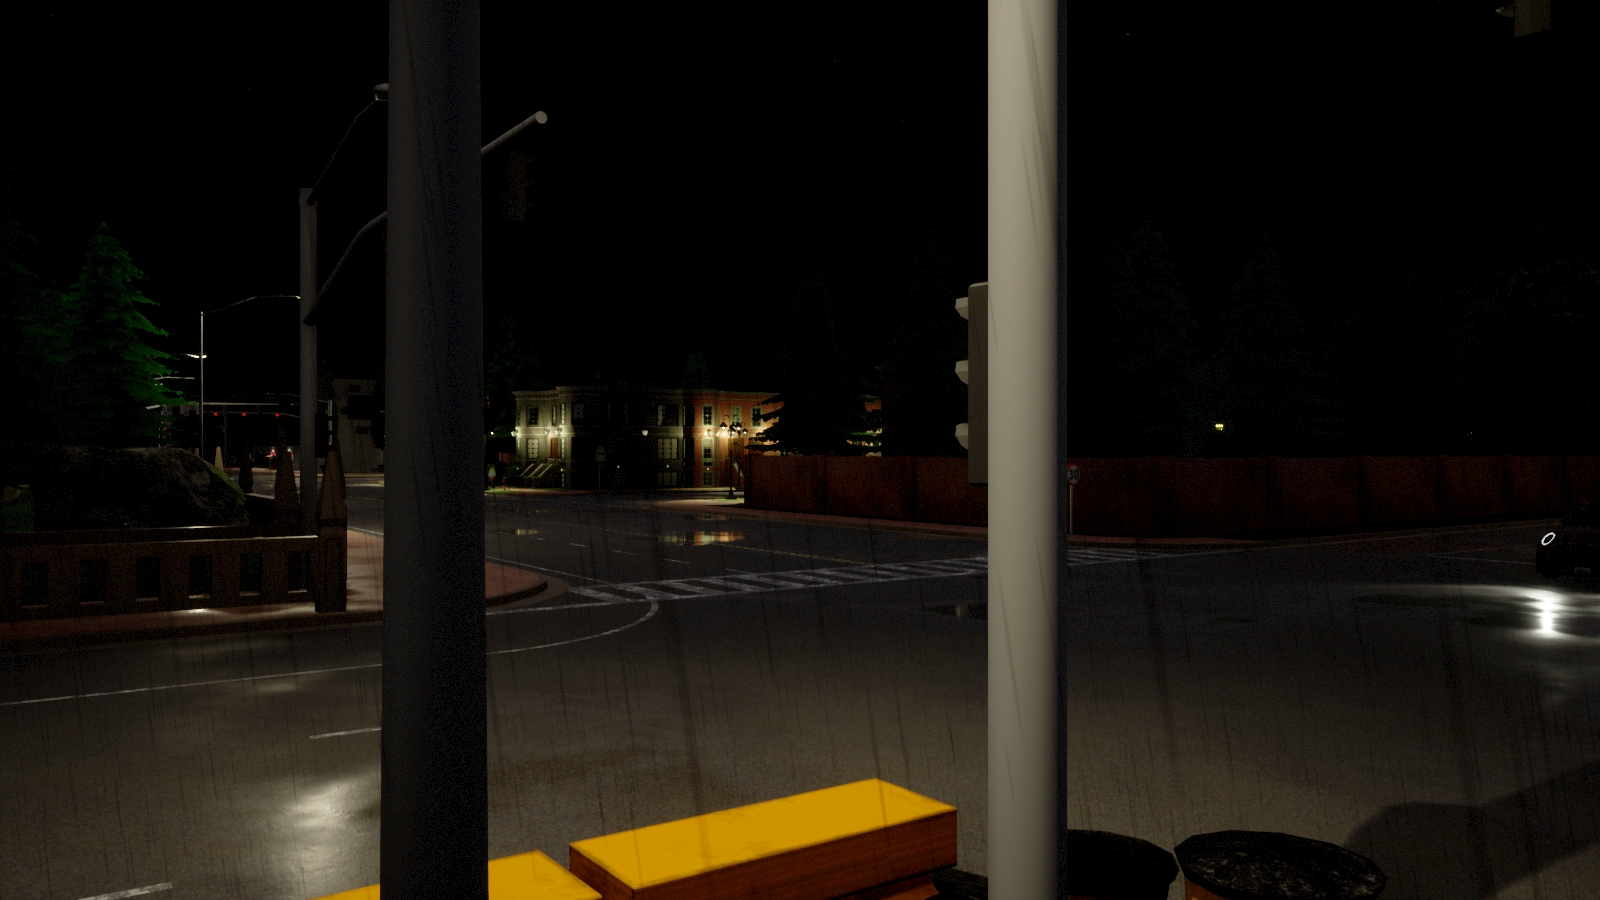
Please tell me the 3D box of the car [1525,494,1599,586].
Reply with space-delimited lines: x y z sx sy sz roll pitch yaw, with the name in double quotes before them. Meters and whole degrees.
"car" 18.010 1.906 24.946 4.553 1.767 2.097 0 0 -35
